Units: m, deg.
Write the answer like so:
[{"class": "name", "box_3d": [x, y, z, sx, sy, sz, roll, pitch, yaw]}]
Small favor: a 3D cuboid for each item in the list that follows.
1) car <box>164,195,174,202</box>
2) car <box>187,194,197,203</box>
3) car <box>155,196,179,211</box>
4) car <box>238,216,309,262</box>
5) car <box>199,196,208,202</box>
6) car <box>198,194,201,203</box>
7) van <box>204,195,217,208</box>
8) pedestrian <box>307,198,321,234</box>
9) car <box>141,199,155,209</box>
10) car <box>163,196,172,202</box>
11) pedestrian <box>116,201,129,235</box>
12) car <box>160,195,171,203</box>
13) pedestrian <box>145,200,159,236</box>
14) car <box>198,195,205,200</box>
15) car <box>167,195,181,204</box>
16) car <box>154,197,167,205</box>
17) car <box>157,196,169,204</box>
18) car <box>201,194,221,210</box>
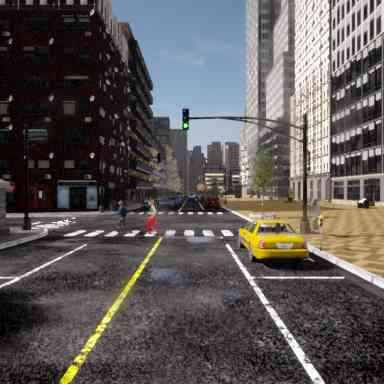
[{"class": "car", "box_3d": [-5.708, 1.524, 82.876, 1.967, 1.590, 4.097, 0, 0, 0]}, {"class": "car", "box_3d": [-0.012, 1.618, 73.383, 1.994, 1.385, 4.181, 0, 0, 0]}, {"class": "car", "box_3d": [-3.104, 1.566, 41.892, 2.033, 1.411, 5.357, 0, 0, 0]}, {"class": "car", "box_3d": [2.684, 1.526, 11.948, 1.752, 1.417, 4.829, 0, 0, 0]}, {"class": "car", "box_3d": [2.674, 1.618, 77.351, 1.887, 1.381, 4.507, 0, 0, 0]}, {"class": "car", "box_3d": [2.675, 1.367, 66.297, 2.192, 1.841, 5.009, 0, 0, 0]}, {"class": "van", "box_3d": [2.677, 1.368, 49.717, 1.690, 1.788, 3.998, 0, 0, 0]}, {"class": "pedestrian", "box_3d": [6.093, 1.144, 16.459, 0.375, 1.860, 0.375, 0, 0, 0]}, {"class": "car", "box_3d": [-5.700, 1.571, 44.190, 2.008, 1.369, 4.403, 0, 0, 0]}, {"class": "car", "box_3d": [-5.706, 1.655, 77.350, 1.802, 1.307, 4.206, 0, 0, 0]}, {"class": "pedestrian", "box_3d": [-3.680, 1.312, 17.657, 0.375, 1.860, 0.375, 0, 0, 0]}, {"class": "car", "box_3d": [-5.706, 1.503, 71.823, 1.967, 1.590, 4.097, 0, 0, 0]}, {"class": "pedestrian", "box_3d": [-2.051, 1.305, 17.119, 0.375, 1.860, 0.375, 0, 0, 0]}, {"class": "car", "box_3d": [2.672, 1.633, 94.101, 1.752, 1.417, 4.829, 0, 0, 0]}, {"class": "car", "box_3d": [-3.094, 1.507, 52.078, 1.882, 1.535, 5.008, 0, 0, 0]}, {"class": "car", "box_3d": [-5.703, 1.594, 60.769, 2.008, 1.369, 4.403, 0, 0, 0]}, {"class": "car", "box_3d": [-5.704, 1.597, 66.295, 1.887, 1.381, 4.507, 0, 0, 0]}, {"class": "car", "box_3d": [2.678, 1.336, 44.192, 2.192, 1.841, 5.009, 0, 0, 0]}]
